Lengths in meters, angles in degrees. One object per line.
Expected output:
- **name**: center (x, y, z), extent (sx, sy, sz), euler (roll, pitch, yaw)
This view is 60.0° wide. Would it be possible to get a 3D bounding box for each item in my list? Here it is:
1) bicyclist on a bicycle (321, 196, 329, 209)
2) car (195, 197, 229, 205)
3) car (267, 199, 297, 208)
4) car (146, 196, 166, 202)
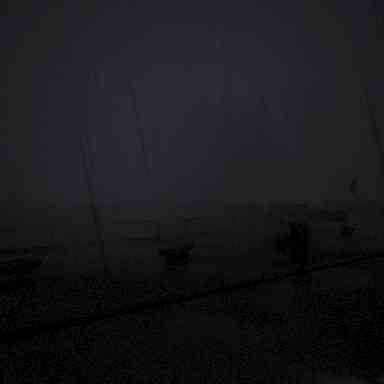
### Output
- **bicyclist on a bicycle**: center (16.563, 1.349, 41.339), extent (1.656, 1.620, 0.582), euler (0, 0, -35)
- **car**: center (3.054, 1.492, 45.902), extent (2.128, 1.511, 4.902), euler (0, 0, -35)
- **car**: center (10.169, 1.526, 35.870), extent (1.812, 1.442, 4.674), euler (0, 0, -36)
- **car**: center (-6.464, 1.478, 59.500), extent (1.882, 1.535, 5.008), euler (0, 0, -35)
